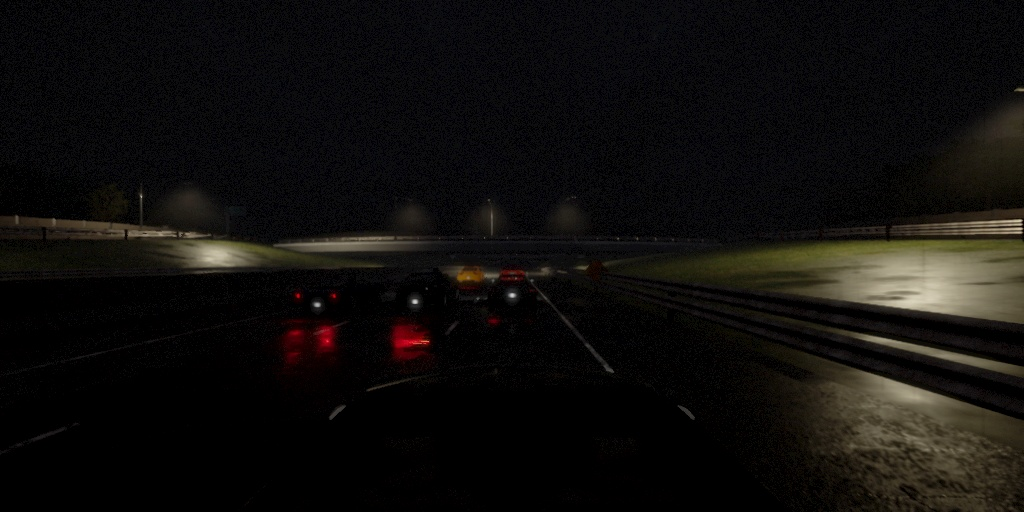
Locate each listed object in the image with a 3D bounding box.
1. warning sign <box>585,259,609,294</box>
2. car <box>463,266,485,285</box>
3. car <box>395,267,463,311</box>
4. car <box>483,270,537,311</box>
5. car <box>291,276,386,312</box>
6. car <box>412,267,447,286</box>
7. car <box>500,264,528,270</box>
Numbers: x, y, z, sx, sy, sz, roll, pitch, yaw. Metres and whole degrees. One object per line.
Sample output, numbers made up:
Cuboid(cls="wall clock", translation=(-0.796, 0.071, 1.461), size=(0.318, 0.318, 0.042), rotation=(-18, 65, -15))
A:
Cuboid(cls="warning sign", translation=(4.554, 1.070, 19.296), size=(1.300, 1.860, 1.060), rotation=(0, 0, 0))
Cuboid(cls="car", translation=(-3.462, 1.635, 31.135), size=(1.882, 1.535, 5.008), rotation=(0, -1, 1))
Cuboid(cls="car", translation=(-3.479, 1.409, 15.360), size=(1.837, 1.490, 4.892), rotation=(0, 0, 0))
Cuboid(cls="car", translation=(0.024, 1.466, 15.391), size=(1.994, 1.385, 4.181), rotation=(0, -1, 0))
Cuboid(cls="car", translation=(-6.982, 1.500, 15.116), size=(1.895, 1.301, 4.718), rotation=(0, -1, 0))
Cuboid(cls="car", translation=(-6.969, 1.677, 30.777), size=(1.812, 1.442, 4.674), rotation=(0, -1, 1))
Cuboid(cls="car", translation=(0.028, 1.493, 30.301), size=(2.097, 1.767, 4.553), rotation=(0, -1, 0))
